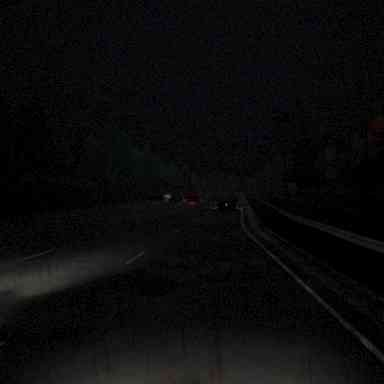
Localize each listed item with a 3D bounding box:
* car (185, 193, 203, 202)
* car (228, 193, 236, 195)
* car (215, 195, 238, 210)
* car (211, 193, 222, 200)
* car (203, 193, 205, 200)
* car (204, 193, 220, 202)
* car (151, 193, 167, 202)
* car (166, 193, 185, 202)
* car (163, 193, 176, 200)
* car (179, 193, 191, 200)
[{"bbox_3d":[0.417,1.148,62.376,1.837,1.490,4.892,0,0,8],"label":"car"},{"bbox_3d":[7.062,1.025,58.779,2.097,1.767,4.553,0,0,8],"label":"car"},{"bbox_3d":[4.047,1.350,38.367,1.994,1.385,4.181,0,0,8],"label":"car"},{"bbox_3d":[5.404,0.979,72.171,1.994,1.385,4.181,0,0,8],"label":"car"},{"bbox_3d":[1.942,0.919,72.683,1.837,1.490,4.892,0,0,8],"label":"car"},{"bbox_3d":[3.935,1.213,62.243,1.994,1.385,4.181,0,0,8],"label":"car"},{"bbox_3d":[-6.508,1.132,63.400,1.837,1.490,4.892,0,0,8],"label":"car"},{"bbox_3d":[-2.985,1.197,63.300,1.994,1.385,4.181,0,0,8],"label":"car"},{"bbox_3d":[-4.983,0.928,73.707,1.812,1.442,4.674,0,0,8],"label":"car"},{"bbox_3d":[-1.516,1.006,73.225,1.895,1.301,4.718,0,0,8],"label":"car"}]
